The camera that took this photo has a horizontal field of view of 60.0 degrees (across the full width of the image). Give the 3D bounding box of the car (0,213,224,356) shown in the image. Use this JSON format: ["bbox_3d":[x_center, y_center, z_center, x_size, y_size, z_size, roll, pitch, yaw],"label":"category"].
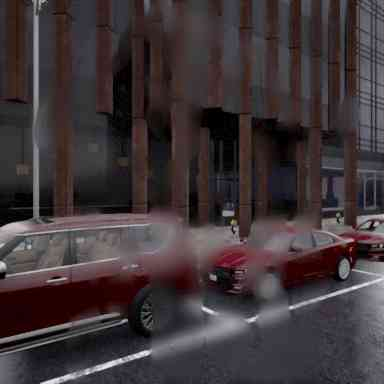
[{"bbox_3d":[-2.174,1.315,5.095,5.009,1.841,2.192,0,0,-35],"label":"car"}]

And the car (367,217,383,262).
[{"bbox_3d":[6.723,1.546,11.416,4.507,1.381,1.887,0,0,-35],"label":"car"}]

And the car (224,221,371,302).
[{"bbox_3d":[2.274,1.545,8.255,4.507,1.381,1.887,0,0,-35],"label":"car"}]
